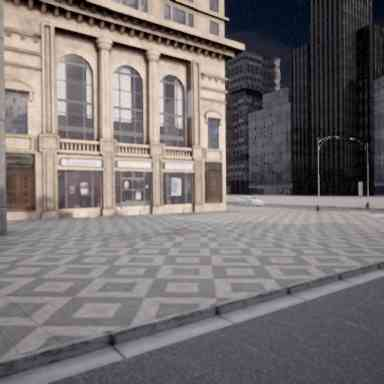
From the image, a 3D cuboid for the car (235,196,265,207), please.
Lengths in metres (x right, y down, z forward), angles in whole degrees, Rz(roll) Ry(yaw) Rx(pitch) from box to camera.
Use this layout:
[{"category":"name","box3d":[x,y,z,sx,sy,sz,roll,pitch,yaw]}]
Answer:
[{"category":"car","box3d":[7.820,1.276,45.575,1.812,1.442,4.674,-1,1,-34]}]
